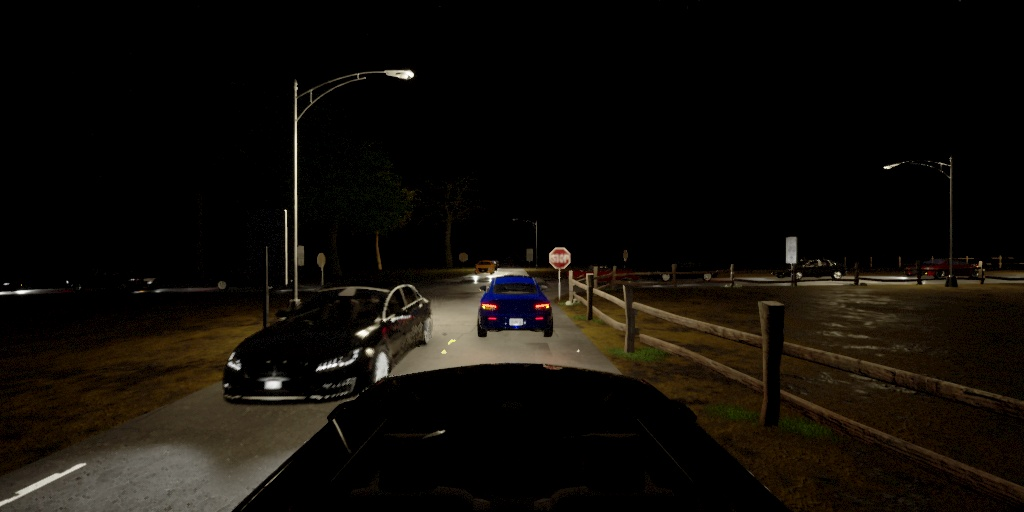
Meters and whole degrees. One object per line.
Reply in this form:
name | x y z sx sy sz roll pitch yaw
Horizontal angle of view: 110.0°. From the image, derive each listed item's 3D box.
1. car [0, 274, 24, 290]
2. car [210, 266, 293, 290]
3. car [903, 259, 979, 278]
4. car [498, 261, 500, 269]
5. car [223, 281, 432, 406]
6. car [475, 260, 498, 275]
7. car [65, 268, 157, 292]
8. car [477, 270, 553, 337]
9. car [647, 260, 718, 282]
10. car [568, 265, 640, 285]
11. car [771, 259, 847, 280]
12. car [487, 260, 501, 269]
car | -36.014 1.732 24.178 4.181 1.385 1.994 -1 1 1
car | -17.335 1.435 24.136 5.008 1.535 1.882 -1 1 0
car | 32.181 0.917 26.903 4.181 1.385 1.994 -1 1 -1
car | -2.966 1.353 50.412 2.033 1.411 5.357 0 0 0
car | -2.764 1.257 6.567 1.837 1.490 4.892 0 0 0
car | -2.978 1.257 39.876 1.882 1.535 5.008 0 0 1
car | -26.837 1.555 24.136 4.902 1.511 2.128 -1 1 0
car | 0.053 1.277 10.129 1.812 1.442 4.674 0 0 -1
car | 12.733 1.060 26.920 5.008 1.535 1.882 -1 1 -1
car | 6.333 1.284 24.693 4.718 1.301 1.895 0 1 19
car | 22.255 0.975 26.927 4.892 1.490 1.837 -1 1 0
car | -2.979 1.393 61.226 2.033 1.411 5.357 0 0 0
